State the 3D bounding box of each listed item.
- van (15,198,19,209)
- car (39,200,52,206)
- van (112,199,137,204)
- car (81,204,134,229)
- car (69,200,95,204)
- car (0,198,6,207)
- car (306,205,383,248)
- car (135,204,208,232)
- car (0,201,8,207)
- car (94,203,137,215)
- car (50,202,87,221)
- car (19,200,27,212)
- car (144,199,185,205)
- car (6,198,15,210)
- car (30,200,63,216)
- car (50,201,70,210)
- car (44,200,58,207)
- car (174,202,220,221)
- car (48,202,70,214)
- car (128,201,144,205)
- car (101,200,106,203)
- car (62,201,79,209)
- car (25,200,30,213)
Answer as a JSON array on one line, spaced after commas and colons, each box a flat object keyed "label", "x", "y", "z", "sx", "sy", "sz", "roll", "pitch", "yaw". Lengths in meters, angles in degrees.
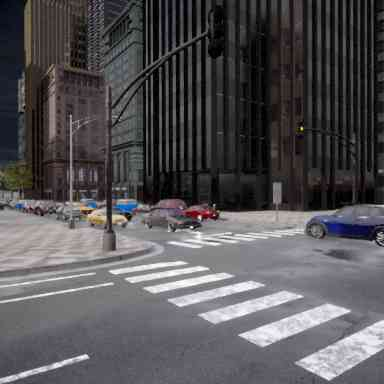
[{"label": "van", "x": -26.239, "y": 2.121, "z": 52.385, "sx": 1.690, "sy": 1.788, "sz": 3.998, "roll": -1, "pitch": 0, "yaw": -35}, {"label": "car", "x": -34.846, "y": 2.658, "z": 79.141, "sx": 1.947, "sy": 1.339, "sz": 4.313, "roll": -1, "pitch": 0, "yaw": -35}, {"label": "van", "x": -8.279, "y": 1.831, "z": 41.919, "sx": 1.690, "sy": 1.788, "sz": 3.998, "roll": -1, "pitch": 0, "yaw": -35}, {"label": "car", "x": -6.277, "y": 1.842, "z": 24.403, "sx": 1.752, "sy": 1.417, "sz": 4.829, "roll": -1, "pitch": 0, "yaw": -35}, {"label": "car", "x": -12.801, "y": 1.987, "z": 38.168, "sx": 1.882, "sy": 1.535, "sz": 5.008, "roll": 0, "pitch": -1, "yaw": -35}, {"label": "car", "x": -41.381, "y": 2.665, "z": 73.620, "sx": 1.887, "sy": 1.381, "sz": 4.507, "roll": -1, "pitch": 0, "yaw": -35}, {"label": "car", "x": 7.537, "y": 1.356, "z": 15.172, "sx": 2.097, "sy": 1.767, "sz": 4.553, "roll": 1, "pitch": -1, "yaw": -36}, {"label": "car", "x": -1.565, "y": 1.793, "z": 22.397, "sx": 2.033, "sy": 1.411, "sz": 5.357, "roll": 0, "pitch": -1, "yaw": -36}, {"label": "car", "x": -44.502, "y": 2.769, "z": 77.998, "sx": 1.802, "sy": 1.307, "sz": 4.206, "roll": -1, "pitch": 0, "yaw": -35}, {"label": "car", "x": -7.133, "y": 1.978, "z": 30.204, "sx": 1.895, "sy": 1.301, "sz": 4.718, "roll": 0, "pitch": -1, "yaw": -36}, {"label": "car", "x": -12.049, "y": 2.003, "z": 32.496, "sx": 2.008, "sy": 1.369, "sz": 4.403, "roll": -1, "pitch": 0, "yaw": -35}, {"label": "car", "x": -23.400, "y": 2.155, "z": 48.407, "sx": 1.967, "sy": 1.590, "sz": 4.097, "roll": -1, "pitch": 0, "yaw": -35}, {"label": "car", "x": -2.381, "y": 1.667, "z": 33.629, "sx": 2.192, "sy": 1.841, "sz": 5.009, "roll": -1, "pitch": 0, "yaw": -35}, {"label": "car", "x": -32.015, "y": 2.352, "z": 60.486, "sx": 1.967, "sy": 1.590, "sz": 4.097, "roll": -1, "pitch": 0, "yaw": -35}, {"label": "car", "x": -17.729, "y": 1.899, "z": 40.452, "sx": 2.192, "sy": 1.841, "sz": 5.009, "roll": -1, "pitch": 0, "yaw": -35}, {"label": "car", "x": -23.113, "y": 2.339, "z": 57.949, "sx": 2.033, "sy": 1.411, "sz": 5.357, "roll": 0, "pitch": -1, "yaw": -36}, {"label": "car", "x": -31.824, "y": 2.593, "z": 74.905, "sx": 1.947, "sy": 1.339, "sz": 4.313, "roll": -1, "pitch": 0, "yaw": -35}, {"label": "car", "x": 0.573, "y": 1.827, "z": 29.484, "sx": 1.887, "sy": 1.381, "sz": 4.507, "roll": -1, "pitch": 0, "yaw": -35}, {"label": "car", "x": -18.652, "y": 2.171, "z": 46.433, "sx": 1.812, "sy": 1.442, "sz": 4.674, "roll": 0, "pitch": -1, "yaw": -35}, {"label": "car", "x": -5.324, "y": 2.003, "z": 37.774, "sx": 1.802, "sy": 1.307, "sz": 4.206, "roll": -1, "pitch": 0, "yaw": -35}, {"label": "car", "x": -11.228, "y": 1.874, "z": 46.064, "sx": 2.192, "sy": 1.841, "sz": 5.009, "roll": -1, "pitch": 0, "yaw": -35}, {"label": "car", "x": -22.762, "y": 2.405, "z": 62.199, "sx": 1.802, "sy": 1.307, "sz": 4.206, "roll": -1, "pitch": 0, "yaw": -35}, {"label": "car", "x": -20.561, "y": 2.195, "z": 44.430, "sx": 1.887, "sy": 1.381, "sz": 4.507, "roll": -1, "pitch": 0, "yaw": -35}]
